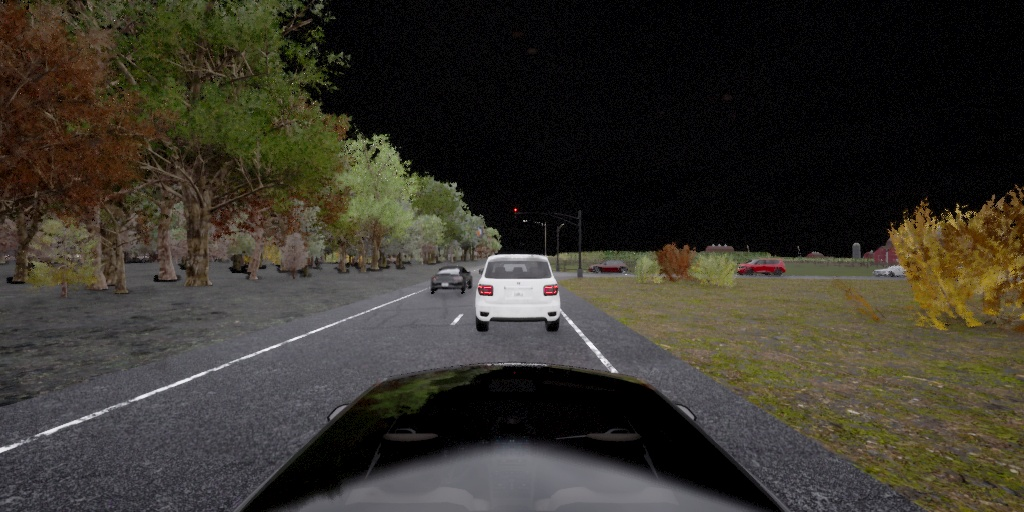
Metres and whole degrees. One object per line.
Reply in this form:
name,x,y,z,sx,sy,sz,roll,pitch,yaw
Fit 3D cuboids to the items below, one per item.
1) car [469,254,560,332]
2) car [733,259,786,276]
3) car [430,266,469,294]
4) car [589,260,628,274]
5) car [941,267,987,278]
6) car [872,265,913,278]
car,0.128,0.974,11.050,2.150,2.045,5.566,0,0,-1
car,29.465,1.351,42.817,5.566,2.045,2.150,1,-1,0
car,-3.360,1.281,20.356,1.812,1.442,4.674,0,0,0
car,11.603,1.293,43.339,4.553,1.767,2.097,0,-1,6
car,49.014,1.848,39.081,4.181,1.385,1.994,1,-1,0
car,45.790,1.834,42.671,4.674,1.442,1.812,1,-1,1
